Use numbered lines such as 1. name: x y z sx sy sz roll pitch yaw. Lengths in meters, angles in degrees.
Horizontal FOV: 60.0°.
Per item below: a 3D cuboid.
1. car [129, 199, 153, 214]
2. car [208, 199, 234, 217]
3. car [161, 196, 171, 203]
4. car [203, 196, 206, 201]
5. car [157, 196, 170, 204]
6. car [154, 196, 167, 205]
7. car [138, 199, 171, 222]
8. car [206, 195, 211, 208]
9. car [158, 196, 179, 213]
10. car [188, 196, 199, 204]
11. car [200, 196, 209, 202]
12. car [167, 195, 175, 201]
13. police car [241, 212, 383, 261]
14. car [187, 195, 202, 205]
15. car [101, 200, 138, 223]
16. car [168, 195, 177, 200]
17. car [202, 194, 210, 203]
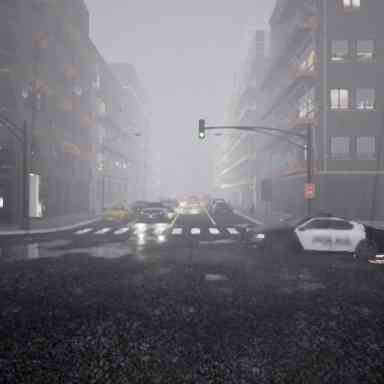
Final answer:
1. car: -5.533 1.547 36.456 1.887 1.381 4.507 1 0 0
2. car: 2.825 1.546 30.884 1.887 1.381 4.507 1 0 0
3. car: -5.396 1.554 69.597 1.887 1.381 4.507 1 0 0
4. car: 2.893 1.586 47.454 1.802 1.307 4.206 1 0 0
5. car: -5.419 1.558 64.073 2.008 1.369 4.403 1 0 0
6. car: -5.443 1.531 58.380 1.752 1.417 4.829 1 0 0
7. car: -2.983 1.527 26.570 1.812 1.442 4.674 0 0 0
8. car: 2.849 1.442 36.408 1.967 1.590 4.097 1 0 0
9. car: -2.939 1.550 37.649 2.033 1.411 5.357 0 0 0
10. car: 0.277 1.556 67.162 2.033 1.411 5.357 0 0 0
11. car: 3.030 1.579 80.595 1.947 1.339 4.313 1 0 0
12. car: -5.328 1.540 85.996 1.752 1.417 4.829 1 0 0
13. police car: 4.382 1.541 12.079 4.974 1.542 2.038 2 0 0
14. car: 0.236 1.358 57.126 2.097 1.767 4.553 0 0 0
15. car: -5.579 1.526 25.239 1.752 1.417 4.829 1 0 0
16. car: -5.305 1.568 91.690 2.008 1.369 4.403 1 0 0
17. car: 2.987 1.324 69.549 2.192 1.841 5.009 1 0 0
